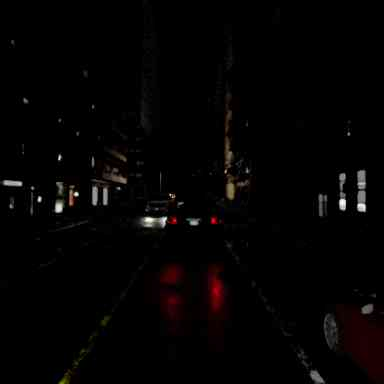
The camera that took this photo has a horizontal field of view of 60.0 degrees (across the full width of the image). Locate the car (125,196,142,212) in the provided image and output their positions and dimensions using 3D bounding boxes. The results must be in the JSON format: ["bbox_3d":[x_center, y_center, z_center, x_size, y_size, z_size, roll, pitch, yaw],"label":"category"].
[{"bbox_3d":[-5.645,1.463,36.329,2.008,1.369,4.403,1,0,0],"label":"car"}]

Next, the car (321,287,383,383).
[{"bbox_3d":[2.704,1.575,3.141,1.802,1.307,4.206,1,0,0],"label":"car"}]

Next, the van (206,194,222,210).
[{"bbox_3d":[2.706,1.240,41.923,1.690,1.788,3.998,1,0,0],"label":"van"}]

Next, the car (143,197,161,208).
[{"bbox_3d":[-5.646,1.451,47.410,1.947,1.339,4.313,1,0,0],"label":"car"}]

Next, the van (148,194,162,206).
[{"bbox_3d":[-5.812,1.213,52.951,1.690,1.788,3.998,1,0,0],"label":"van"}]

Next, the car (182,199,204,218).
[{"bbox_3d":[0.084,1.431,30.633,1.837,1.490,4.892,0,0,0],"label":"car"}]

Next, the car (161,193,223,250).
[{"bbox_3d":[0.083,1.185,14.374,2.150,2.045,5.566,0,0,0],"label":"car"}]

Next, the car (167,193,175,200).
[{"bbox_3d":[-5.679,1.218,91.017,1.967,1.590,4.097,1,0,0],"label":"car"}]

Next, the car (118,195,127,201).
[{"bbox_3d":[-16.495,1.314,75.597,4.097,1.590,1.967,0,-1,0],"label":"car"}]

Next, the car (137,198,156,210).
[{"bbox_3d":[-5.646,1.481,41.870,1.802,1.307,4.206,1,0,0],"label":"car"}]

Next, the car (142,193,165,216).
[{"bbox_3d":[-3.102,1.143,32.039,2.150,2.045,5.566,0,0,0],"label":"car"}]
